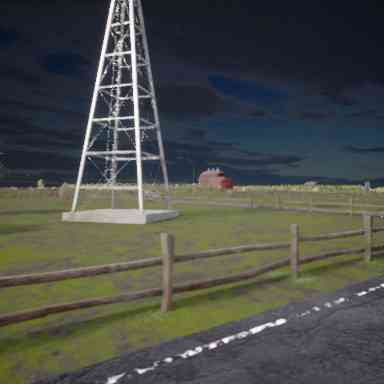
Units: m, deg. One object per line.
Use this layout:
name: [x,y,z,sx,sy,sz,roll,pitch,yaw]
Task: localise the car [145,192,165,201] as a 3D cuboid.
car: [-6.542,0.724,58.702,2.128,1.511,4.902,1,0,-36]
